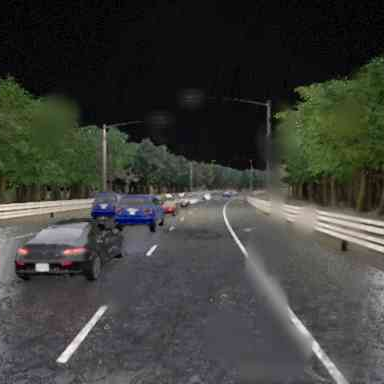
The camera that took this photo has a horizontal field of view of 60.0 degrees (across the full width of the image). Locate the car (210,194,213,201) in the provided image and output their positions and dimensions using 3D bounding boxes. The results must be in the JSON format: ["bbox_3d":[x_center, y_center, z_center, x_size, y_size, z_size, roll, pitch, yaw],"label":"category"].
[{"bbox_3d":[3.441,1.120,73.778,1.812,1.442,4.674,0,0,11],"label":"car"}]

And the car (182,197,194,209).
[{"bbox_3d":[-1.270,1.450,41.584,1.895,1.301,4.718,0,0,6],"label":"car"}]

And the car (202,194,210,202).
[{"bbox_3d":[1.582,1.171,63.080,2.128,1.511,4.902,0,0,9],"label":"car"}]

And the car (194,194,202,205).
[{"bbox_3d":[0.014,1.365,52.366,1.895,1.301,4.718,0,0,8],"label":"car"}]

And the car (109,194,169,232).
[{"bbox_3d":[-2.969,1.169,19.937,2.150,2.045,5.566,0,0,3],"label":"car"}]

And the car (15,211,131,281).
[{"bbox_3d":[-3.239,1.498,9.640,1.812,1.442,4.674,0,0,2],"label":"car"}]

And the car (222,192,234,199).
[{"bbox_3d":[8.624,0.809,82.539,1.882,1.535,5.008,0,1,13],"label":"car"}]

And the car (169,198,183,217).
[{"bbox_3d":[-2.264,1.517,30.773,1.895,1.301,4.718,0,0,4],"label":"car"}]

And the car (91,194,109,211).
[{"bbox_3d":[-5.996,1.149,25.891,2.150,2.045,5.566,0,0,4],"label":"car"}]
